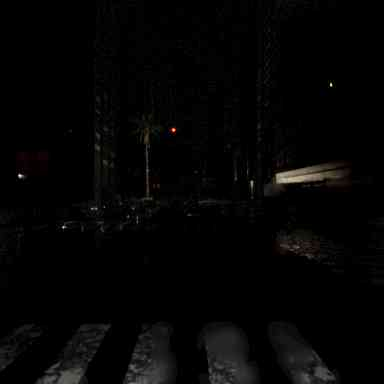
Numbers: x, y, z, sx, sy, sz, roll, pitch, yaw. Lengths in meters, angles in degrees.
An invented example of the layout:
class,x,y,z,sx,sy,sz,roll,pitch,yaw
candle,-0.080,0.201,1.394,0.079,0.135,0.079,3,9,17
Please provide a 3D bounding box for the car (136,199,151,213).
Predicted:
class,x,y,z,sx,sy,sz,roll,pitch,yaw
car,-6.531,1.595,39.041,2.128,1.511,4.902,0,0,0

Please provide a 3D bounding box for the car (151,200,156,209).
class,x,y,z,sx,sy,sz,roll,pitch,yaw
car,-6.504,1.745,48.929,1.895,1.301,4.718,0,0,0

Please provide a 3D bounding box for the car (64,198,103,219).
class,x,y,z,sx,sy,sz,roll,pitch,yaw
car,-9.795,1.549,29.837,1.882,1.535,5.008,0,0,0

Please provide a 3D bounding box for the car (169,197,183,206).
class,x,y,z,sx,sy,sz,roll,pitch,yaw
car,-3.045,1.718,59.490,1.812,1.442,4.674,0,0,0

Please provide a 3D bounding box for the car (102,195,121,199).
class,x,y,z,sx,sy,sz,roll,pitch,yaw
car,-9.783,1.328,39.783,2.150,2.045,5.566,0,0,0

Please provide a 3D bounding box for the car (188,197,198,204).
class,x,y,z,sx,sy,sz,roll,pitch,yaw
car,0.227,1.805,69.803,1.994,1.385,4.181,0,0,0

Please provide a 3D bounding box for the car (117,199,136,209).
class,x,y,z,sx,sy,sz,roll,pitch,yaw
car,-9.748,1.711,49.744,1.994,1.385,4.181,0,0,0

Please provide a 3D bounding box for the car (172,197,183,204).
class,x,y,z,sx,sy,sz,roll,pitch,yaw
car,-3.023,1.805,69.784,1.994,1.385,4.181,0,0,0

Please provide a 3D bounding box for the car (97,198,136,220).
class,x,y,z,sx,sy,sz,roll,pitch,yaw
car,-6.549,1.549,29.573,1.882,1.535,5.008,0,0,0
